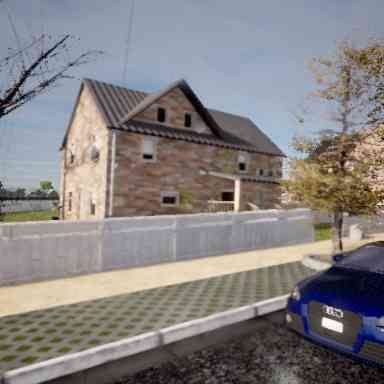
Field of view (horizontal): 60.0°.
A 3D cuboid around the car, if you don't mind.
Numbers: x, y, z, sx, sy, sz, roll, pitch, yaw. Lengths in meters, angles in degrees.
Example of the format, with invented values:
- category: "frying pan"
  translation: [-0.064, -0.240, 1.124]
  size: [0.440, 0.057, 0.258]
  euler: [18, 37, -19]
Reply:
- category: "car"
  translation: [3.470, 1.568, 5.542]
  size: [4.181, 1.385, 1.994]
  euler: [0, 0, -35]
